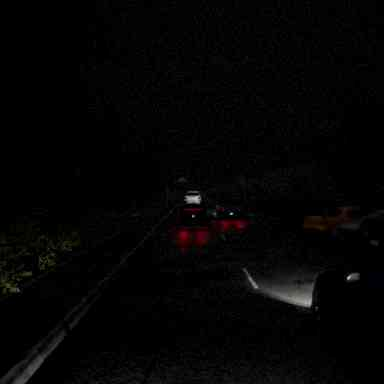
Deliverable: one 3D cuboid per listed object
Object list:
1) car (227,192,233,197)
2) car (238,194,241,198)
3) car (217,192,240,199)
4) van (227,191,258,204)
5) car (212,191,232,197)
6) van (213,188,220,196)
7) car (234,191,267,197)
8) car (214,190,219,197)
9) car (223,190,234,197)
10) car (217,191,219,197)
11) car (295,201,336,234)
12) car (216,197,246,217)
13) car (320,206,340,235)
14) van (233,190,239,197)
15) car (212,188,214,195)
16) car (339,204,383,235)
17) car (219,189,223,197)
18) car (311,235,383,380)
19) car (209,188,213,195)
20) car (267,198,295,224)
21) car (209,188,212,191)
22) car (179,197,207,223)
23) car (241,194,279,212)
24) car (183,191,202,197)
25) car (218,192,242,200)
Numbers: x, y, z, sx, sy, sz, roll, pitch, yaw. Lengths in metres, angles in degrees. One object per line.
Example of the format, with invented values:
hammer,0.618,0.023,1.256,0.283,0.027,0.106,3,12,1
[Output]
car,8.054,1.109,46.873,4.892,1.521,2.231,1,0,-20
car,8.058,1.239,37.927,4.674,1.452,2.002,1,0,-20
car,8.050,0.783,73.733,4.674,1.452,2.002,0,1,-20
van,7.954,0.821,52.792,4.442,1.987,1.878,1,1,-20
car,8.078,0.427,88.661,4.792,1.488,2.163,0,1,-20
van,7.949,0.457,76.659,4.442,1.987,1.878,0,2,-20
car,8.034,1.043,40.897,4.553,1.767,2.185,1,0,-20
car,7.884,0.848,67.692,5.366,1.575,1.946,0,1,-20
car,8.038,0.826,49.839,5.566,2.045,2.435,1,1,-20
car,8.029,0.930,64.765,4.792,1.488,2.163,0,1,-20
car,8.238,1.407,16.979,5.366,1.575,1.946,1,0,-20
car,3.094,1.406,28.394,1.895,1.301,4.718,0,1,0
car,8.072,1.473,13.907,4.674,1.452,2.002,1,1,-20
van,8.173,0.914,43.931,4.442,1.987,1.878,1,0,-20
car,8.026,0.489,79.688,4.553,1.767,2.185,0,1,-20
car,8.045,1.205,10.885,5.566,2.045,2.435,1,1,-20
car,8.088,0.766,55.835,5.566,2.045,2.435,1,0,-20
car,3.099,1.559,4.217,1.994,1.385,4.181,0,0,0
car,7.879,0.468,85.599,5.366,1.575,1.946,0,2,-20
car,8.040,1.380,22.903,4.792,1.488,2.163,1,1,-20
car,8.046,0.292,94.612,4.674,1.452,2.002,0,1,-20
car,0.095,1.340,24.135,2.128,1.511,4.902,0,1,0
car,8.037,1.258,34.908,4.792,1.488,2.163,1,1,-20
car,0.091,0.883,42.663,2.150,2.045,5.566,0,1,0
car,8.082,0.832,70.761,4.792,1.488,2.163,0,1,-20
